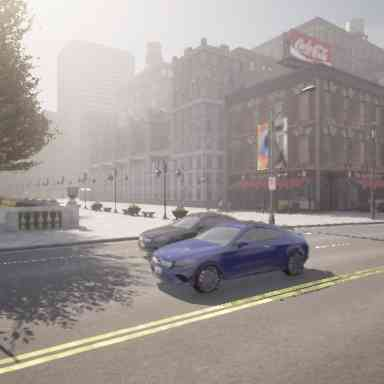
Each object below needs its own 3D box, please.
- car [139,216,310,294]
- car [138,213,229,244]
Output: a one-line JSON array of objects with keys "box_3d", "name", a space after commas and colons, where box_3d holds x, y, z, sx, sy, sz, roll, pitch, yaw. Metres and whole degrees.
[{"box_3d": [1.179, 1.526, 8.872, 4.674, 1.442, 1.812, 0, 0, -33], "name": "car"}, {"box_3d": [0.308, 1.526, 12.447, 4.674, 1.442, 1.812, 0, 0, -32], "name": "car"}]
